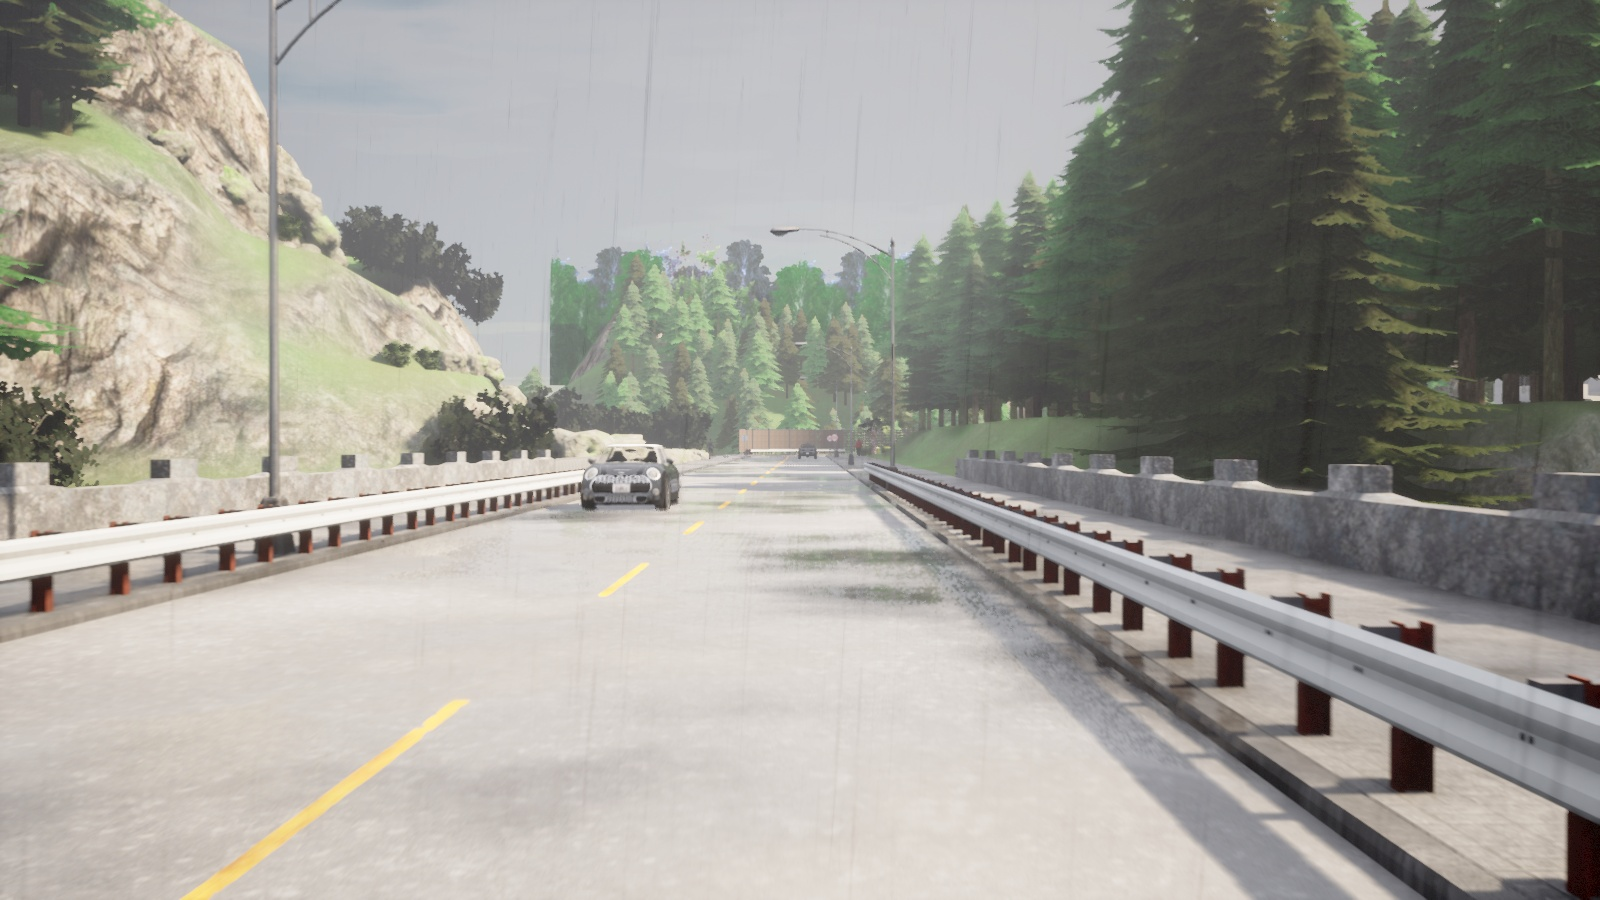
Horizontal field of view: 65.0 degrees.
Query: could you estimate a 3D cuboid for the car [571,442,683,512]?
[{"bbox_3d":[-3.817,0.549,28.330,1.970,1.475,3.806,0,0,0],"label":"car"}]
